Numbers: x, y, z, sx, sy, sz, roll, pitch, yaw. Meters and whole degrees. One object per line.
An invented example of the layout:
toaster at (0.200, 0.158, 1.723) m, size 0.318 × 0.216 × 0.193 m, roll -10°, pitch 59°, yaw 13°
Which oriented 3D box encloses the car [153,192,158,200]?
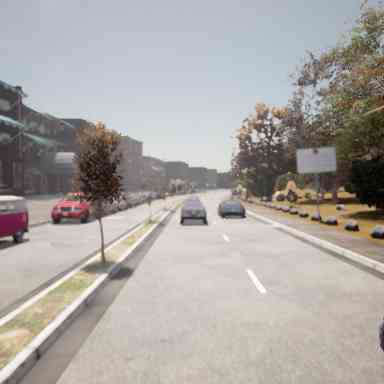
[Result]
car at (-7.823, 0.875, 62.637) m, size 2.097 × 1.535 × 5.008 m, roll 0°, pitch 1°, yaw 1°

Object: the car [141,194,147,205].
car at (-7.912, 1.110, 46.096) m, size 2.002 × 1.452 × 4.674 m, roll 0°, pitch 1°, yaw 0°

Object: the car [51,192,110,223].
car at (-8.032, 1.043, 23.877) m, size 2.435 × 2.045 × 5.566 m, roll 0°, pitch 1°, yaw 0°

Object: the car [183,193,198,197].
car at (0.168, 1.191, 41.730) m, size 2.033 × 1.411 × 5.357 m, roll 0°, pitch 1°, yaw 1°

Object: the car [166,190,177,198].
car at (-6.215, 0.499, 90.236) m, size 1.946 × 1.575 × 5.366 m, roll 0°, pitch 1°, yaw 7°

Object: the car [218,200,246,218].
car at (3.244, 1.341, 27.810) m, size 1.994 × 1.385 × 4.181 m, roll 0°, pitch 1°, yaw 0°

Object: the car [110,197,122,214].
car at (-8.001, 1.273, 29.425) m, size 2.163 × 1.488 × 4.792 m, roll 0°, pitch 1°, yaw 0°

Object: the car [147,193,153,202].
car at (-7.883, 1.008, 51.646) m, size 2.231 × 1.521 × 4.892 m, roll 0°, pitch 1°, yaw 0°

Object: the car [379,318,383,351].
car at (3.250, 1.509, 2.222) m, size 1.812 × 1.442 × 4.674 m, roll 0°, pitch 0°, yaw 0°

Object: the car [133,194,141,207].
car at (-7.942, 1.160, 40.519) m, size 2.163 × 1.488 × 4.792 m, roll 0°, pitch 1°, yaw 0°

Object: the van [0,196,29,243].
van at (-8.091, 1.164, 12.697) m, size 1.878 × 1.987 × 4.442 m, roll 0°, pitch 0°, yaw 0°

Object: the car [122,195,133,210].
car at (-7.973, 1.227, 35.003) m, size 2.002 × 1.452 × 4.674 m, roll 0°, pitch 1°, yaw 0°

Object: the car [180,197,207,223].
car at (0.097, 1.361, 23.704) m, size 2.033 × 1.411 × 5.357 m, roll 0°, pitch 0°, yaw 0°
